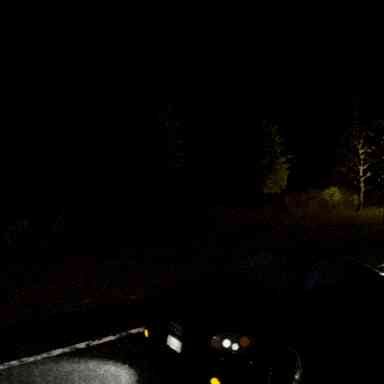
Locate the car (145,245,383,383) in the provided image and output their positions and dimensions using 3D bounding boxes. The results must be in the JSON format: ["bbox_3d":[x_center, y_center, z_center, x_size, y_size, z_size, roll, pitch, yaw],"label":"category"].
[{"bbox_3d":[1.416,1.564,5.001,4.181,1.385,1.994,0,0,-35],"label":"car"}]
